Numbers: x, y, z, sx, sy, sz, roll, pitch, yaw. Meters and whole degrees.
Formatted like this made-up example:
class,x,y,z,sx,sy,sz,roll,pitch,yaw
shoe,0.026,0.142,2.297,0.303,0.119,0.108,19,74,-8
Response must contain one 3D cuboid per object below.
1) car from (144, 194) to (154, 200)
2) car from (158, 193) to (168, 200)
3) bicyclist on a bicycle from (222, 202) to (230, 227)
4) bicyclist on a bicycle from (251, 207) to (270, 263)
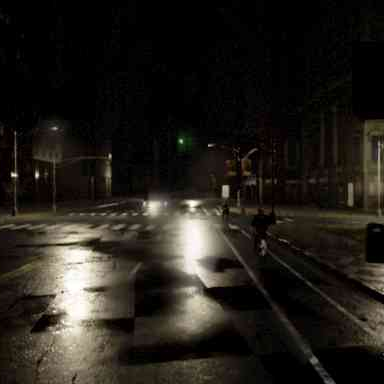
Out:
class,x,y,z,sx,sy,sz,roll,pitch,yaw
car,-9.773,1.089,75.853,1.812,1.442,4.674,0,0,0
car,-6.524,1.065,75.854,1.837,1.490,4.892,0,0,0
bicyclist on a bicycle,2.251,1.459,22.132,0.582,1.620,1.656,1,-1,0
bicyclist on a bicycle,2.238,1.368,11.008,0.659,1.776,1.843,0,0,0
